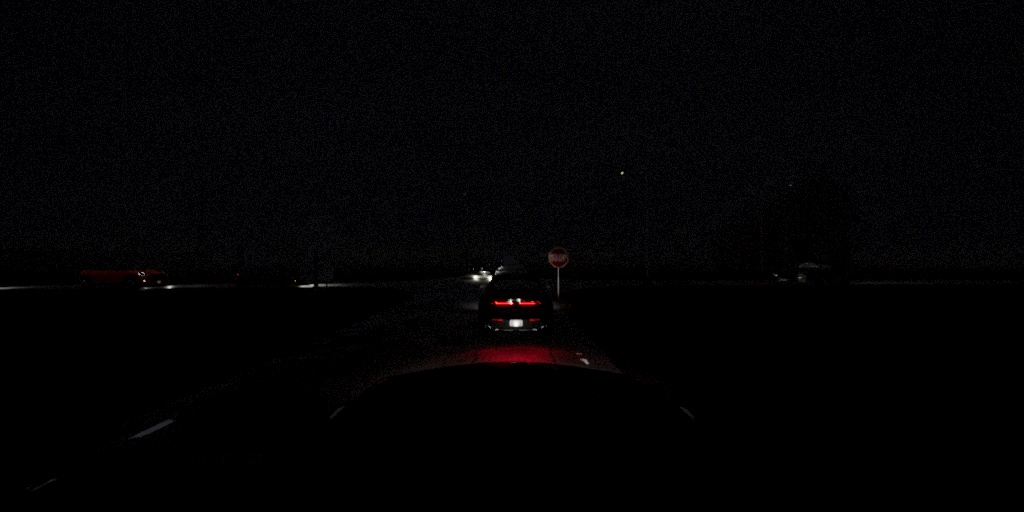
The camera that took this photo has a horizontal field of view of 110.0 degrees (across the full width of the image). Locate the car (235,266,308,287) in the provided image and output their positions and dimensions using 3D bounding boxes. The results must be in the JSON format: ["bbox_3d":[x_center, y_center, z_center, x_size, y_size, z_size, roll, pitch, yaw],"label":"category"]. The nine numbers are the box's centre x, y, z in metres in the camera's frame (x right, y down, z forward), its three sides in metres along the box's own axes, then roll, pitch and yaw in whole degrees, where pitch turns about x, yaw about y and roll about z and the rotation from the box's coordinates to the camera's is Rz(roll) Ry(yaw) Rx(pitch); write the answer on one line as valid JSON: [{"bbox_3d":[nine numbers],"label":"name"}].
[{"bbox_3d":[-16.402,1.349,24.548,4.181,1.385,1.994,0,-1,-1],"label":"car"}]

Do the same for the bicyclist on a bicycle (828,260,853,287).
[{"bbox_3d":[19.925,1.063,21.760,0.582,1.620,1.656,0,0,0],"label":"bicyclist on a bicycle"}]

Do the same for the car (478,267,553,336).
[{"bbox_3d":[0.090,1.242,10.388,1.837,1.490,4.892,0,0,0],"label":"car"}]

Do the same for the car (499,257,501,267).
[{"bbox_3d":[-2.889,1.202,49.764,1.837,1.490,4.892,0,0,0],"label":"car"}]

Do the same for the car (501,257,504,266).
[{"bbox_3d":[-2.854,1.235,60.002,2.033,1.411,5.357,0,0,1],"label":"car"}]

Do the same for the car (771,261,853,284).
[{"bbox_3d":[20.696,1.123,24.813,4.902,1.511,2.128,0,-1,0],"label":"car"}]

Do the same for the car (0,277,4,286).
[{"bbox_3d":[-37.860,1.495,24.422,4.674,1.442,1.812,0,-1,0],"label":"car"}]

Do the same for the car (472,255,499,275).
[{"bbox_3d":[-2.970,0.929,39.251,2.150,2.045,5.566,0,0,2],"label":"car"}]

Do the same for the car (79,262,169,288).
[{"bbox_3d":[-26.366,1.216,24.493,4.553,1.767,2.097,-1,-1,0],"label":"car"}]
